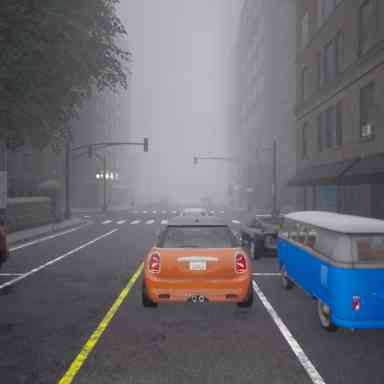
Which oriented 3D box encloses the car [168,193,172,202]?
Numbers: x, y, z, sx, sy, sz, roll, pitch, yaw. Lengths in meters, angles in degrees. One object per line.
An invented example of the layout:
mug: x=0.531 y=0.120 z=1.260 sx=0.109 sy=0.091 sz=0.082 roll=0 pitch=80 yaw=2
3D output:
car: x=-5.671 y=1.514 z=66.560 sx=1.887 sy=1.381 sz=4.507 roll=0 pitch=0 yaw=0

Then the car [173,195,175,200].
car: x=-5.671 y=1.522 z=77.462 sx=2.008 sy=1.369 sz=4.403 roll=0 pitch=0 yaw=0

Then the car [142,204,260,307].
car: x=0.102 y=1.351 z=8.113 sx=2.097 sy=1.767 sz=4.553 roll=0 pitch=0 yaw=0

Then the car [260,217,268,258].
car: x=2.856 y=1.563 z=12.220 sx=1.947 sy=1.339 sz=4.313 roll=0 pitch=0 yaw=0

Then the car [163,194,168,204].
car: x=-5.670 y=1.521 z=55.658 sx=2.008 sy=1.369 sz=4.403 roll=0 pitch=0 yaw=0

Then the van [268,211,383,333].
van: x=2.856 y=1.340 z=6.559 sx=1.690 sy=1.788 sz=3.998 roll=0 pitch=0 yaw=0

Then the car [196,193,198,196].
car: x=2.853 y=1.506 z=94.009 sx=1.752 sy=1.417 sz=4.829 roll=0 pitch=0 yaw=0

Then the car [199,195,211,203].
car: x=2.854 y=1.409 z=66.596 sx=1.967 sy=1.590 sz=4.097 roll=0 pitch=0 yaw=0

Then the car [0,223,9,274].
car: x=-5.669 y=1.314 z=6.519 sx=2.192 sy=1.841 sz=5.009 roll=0 pitch=0 yaw=0

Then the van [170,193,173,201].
van: x=-5.671 y=1.311 z=72.011 sx=1.690 sy=1.788 sz=3.998 roll=0 pitch=0 yaw=0

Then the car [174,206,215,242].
car: x=0.101 y=1.520 z=17.114 sx=1.812 sy=1.442 sz=4.674 roll=0 pitch=0 yaw=0

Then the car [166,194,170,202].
car: x=-5.670 y=1.514 z=61.109 sx=1.887 sy=1.381 sz=4.507 roll=0 pitch=0 yaw=0

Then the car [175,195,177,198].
car: x=-5.672 y=1.289 z=82.913 sx=2.192 sy=1.841 sz=5.009 roll=0 pitch=0 yaw=0

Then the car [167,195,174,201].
car: x=-5.671 y=1.502 z=88.193 sx=1.752 sy=1.417 sz=4.829 roll=0 pitch=0 yaw=0

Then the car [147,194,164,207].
car: x=-5.670 y=1.498 z=50.038 sx=1.752 sy=1.417 sz=4.829 roll=0 pitch=0 yaw=0
